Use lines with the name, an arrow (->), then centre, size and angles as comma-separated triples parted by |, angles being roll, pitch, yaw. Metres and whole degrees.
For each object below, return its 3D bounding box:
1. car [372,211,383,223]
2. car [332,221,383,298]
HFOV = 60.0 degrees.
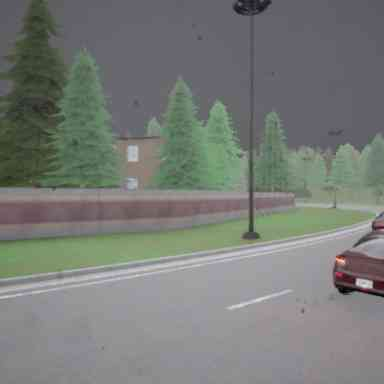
car -> 12.301, 1.748, 20.003 | 1.994, 1.385, 4.181 | 0, -1, 41
car -> 5.032, 1.600, 7.839 | 4.674, 1.442, 1.812 | 1, -1, -41
